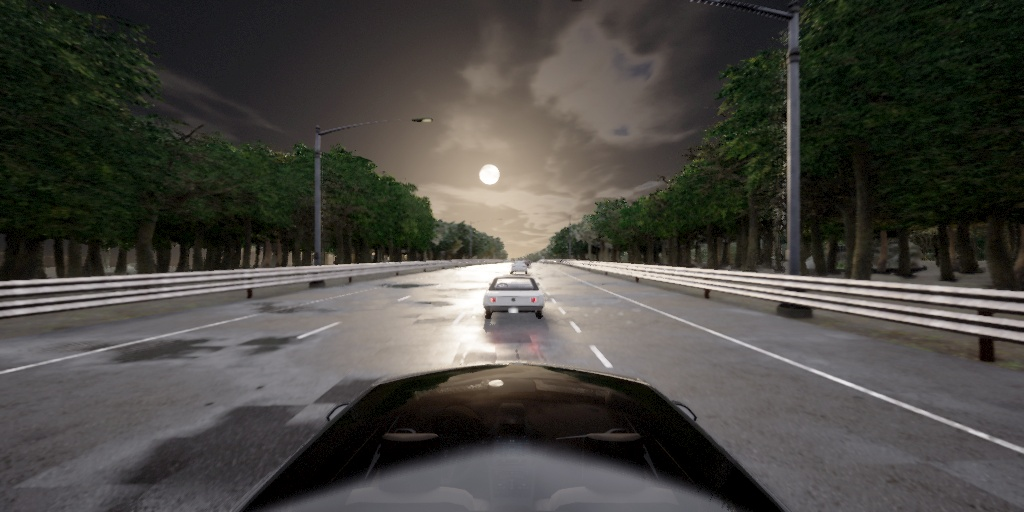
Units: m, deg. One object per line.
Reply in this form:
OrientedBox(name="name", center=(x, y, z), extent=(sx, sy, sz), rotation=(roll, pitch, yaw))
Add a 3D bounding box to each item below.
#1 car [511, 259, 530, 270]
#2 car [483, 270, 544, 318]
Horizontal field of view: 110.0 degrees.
OrientedBox(name="car", center=(0.865, 1.331, 42.089), extent=(1.812, 1.442, 4.674), rotation=(0, 0, 2))
OrientedBox(name="car", center=(0.076, 1.360, 13.030), extent=(1.895, 1.301, 4.718), rotation=(0, 0, 1))
